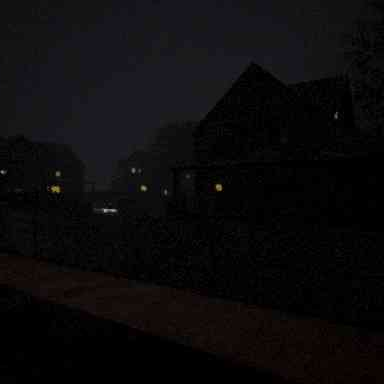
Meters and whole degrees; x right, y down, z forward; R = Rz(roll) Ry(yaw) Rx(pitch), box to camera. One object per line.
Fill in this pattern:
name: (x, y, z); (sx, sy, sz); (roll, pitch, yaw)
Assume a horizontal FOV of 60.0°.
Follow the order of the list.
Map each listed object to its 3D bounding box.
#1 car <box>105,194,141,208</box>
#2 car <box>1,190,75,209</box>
car: (-7.056, 0.950, 34.948); (1.994, 1.385, 4.181); (1, 2, 35)
car: (-11.187, 0.901, 24.494); (2.150, 2.045, 5.566); (1, 2, 39)
